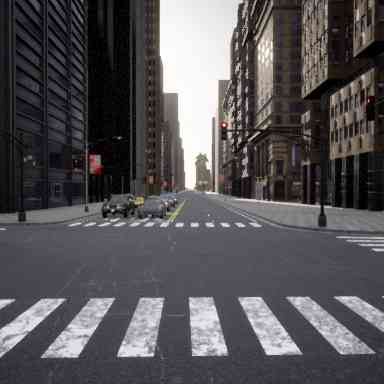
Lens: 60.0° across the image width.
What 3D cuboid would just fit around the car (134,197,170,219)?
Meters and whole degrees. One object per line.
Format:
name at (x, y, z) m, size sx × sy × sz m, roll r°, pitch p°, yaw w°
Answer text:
car at (-3.399, 1.323, 29.054) m, size 2.097 × 1.767 × 4.553 m, roll 0°, pitch 0°, yaw 0°

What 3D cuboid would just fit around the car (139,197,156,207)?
car at (-6.687, 1.497, 50.554) m, size 1.994 × 1.385 × 4.181 m, roll 0°, pitch 0°, yaw 0°

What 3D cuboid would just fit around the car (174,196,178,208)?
car at (-3.444, 1.501, 48.061) m, size 1.994 × 1.385 × 4.181 m, roll 0°, pitch 0°, yaw -1°

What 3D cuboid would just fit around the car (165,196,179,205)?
car at (-3.422, 1.465, 58.478) m, size 2.033 × 1.411 × 5.357 m, roll 0°, pitch 0°, yaw 0°

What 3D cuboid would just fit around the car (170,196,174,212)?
car at (-3.418, 1.481, 38.036) m, size 1.812 × 1.442 × 4.674 m, roll 0°, pitch 0°, yaw 0°

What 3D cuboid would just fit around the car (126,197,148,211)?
car at (-6.663, 1.428, 40.663) m, size 1.882 × 1.535 × 5.008 m, roll 0°, pitch 0°, yaw 0°

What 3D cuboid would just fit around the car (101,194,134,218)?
car at (-6.654, 1.190, 30.658) m, size 2.150 × 2.045 × 5.566 m, roll 0°, pitch 0°, yaw 0°
